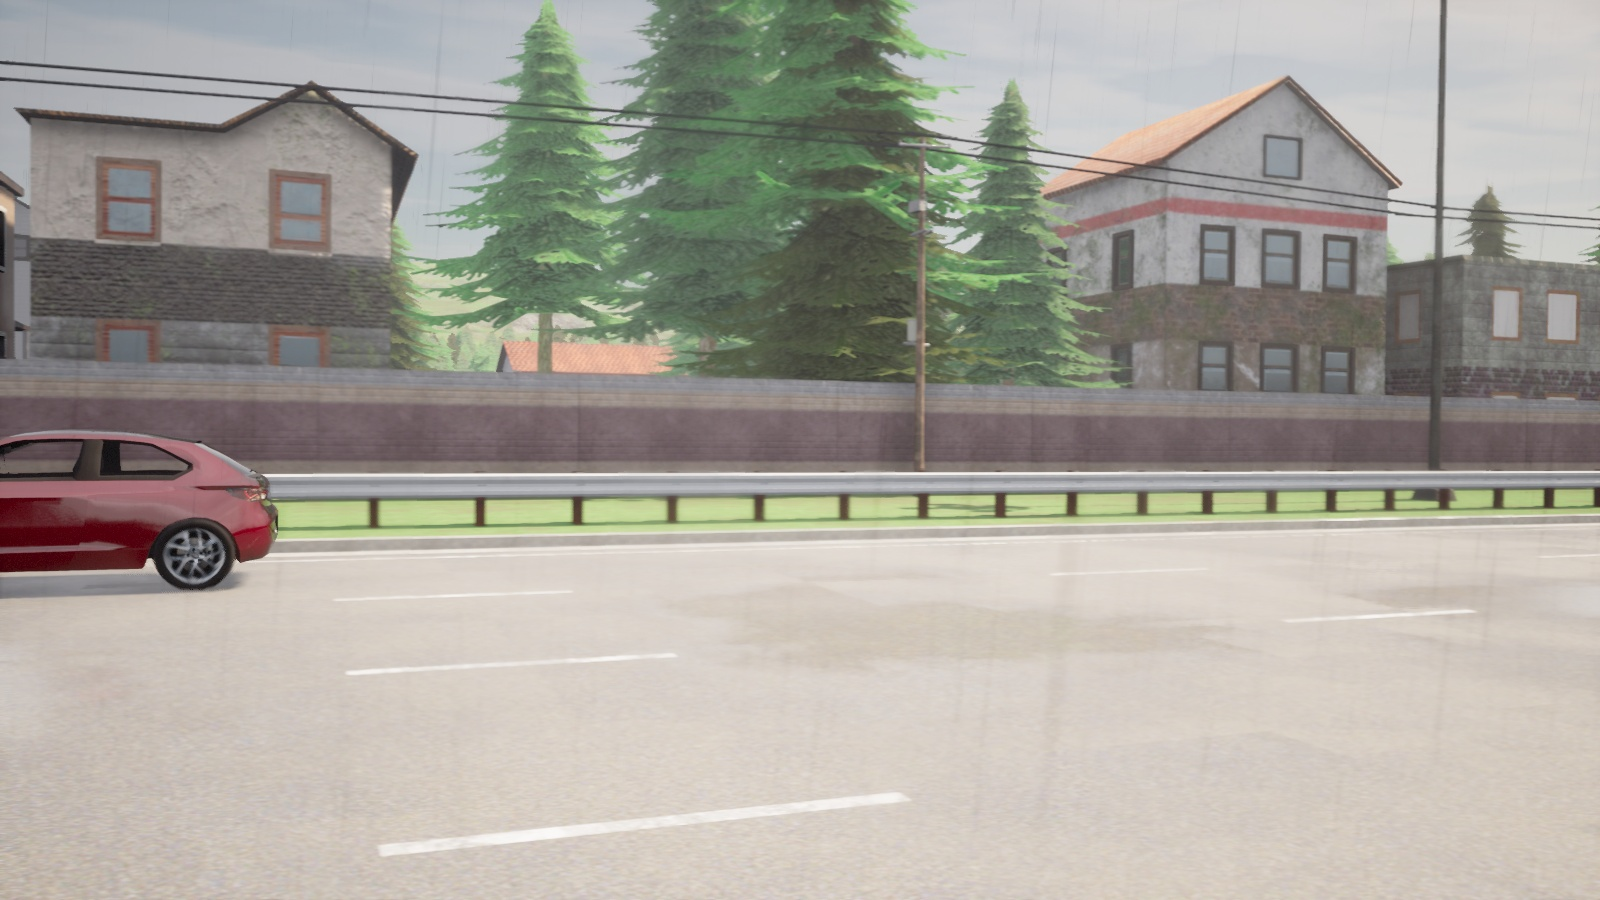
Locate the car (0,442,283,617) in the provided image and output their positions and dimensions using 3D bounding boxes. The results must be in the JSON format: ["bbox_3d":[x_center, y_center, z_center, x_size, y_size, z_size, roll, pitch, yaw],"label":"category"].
[{"bbox_3d":[-7.146,0.698,11.757,4.193,1.474,1.816,-1,1,-21],"label":"car"}]
